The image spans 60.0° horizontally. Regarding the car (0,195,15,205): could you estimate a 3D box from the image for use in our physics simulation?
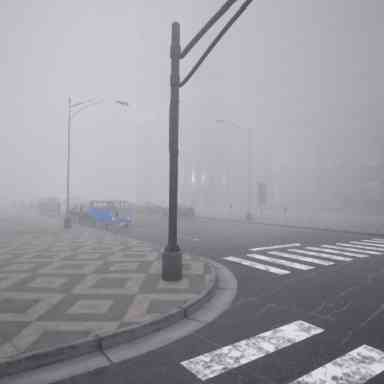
[{"bbox_3d":[-37.075,1.732,66.204,1.752,1.417,4.829,1,-1,-35],"label":"car"}]

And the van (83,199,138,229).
[{"bbox_3d":[-5.283,1.336,21.227,1.690,1.788,3.998,1,-1,-35],"label":"van"}]

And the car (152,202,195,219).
[{"bbox_3d":[-1.479,1.710,30.660,1.887,1.381,4.507,1,-1,-35],"label":"car"}]

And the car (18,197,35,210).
[{"bbox_3d":[-21.230,1.682,43.784,1.802,1.307,4.206,1,-1,-35],"label":"car"}]

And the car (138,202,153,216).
[{"bbox_3d":[-4.670,1.731,35.170,1.887,1.381,4.507,1,-1,-35],"label":"car"}]

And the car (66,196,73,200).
[{"bbox_3d":[-20.622,1.608,57.728,2.192,1.841,5.009,1,-1,-35],"label":"car"}]

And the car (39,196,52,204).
[{"bbox_3d":[-33.386,1.820,75.771,1.967,1.590,4.097,1,-1,-35],"label":"car"}]

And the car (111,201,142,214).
[{"bbox_3d":[-7.860,1.752,39.681,1.887,1.381,4.507,1,-1,-35],"label":"car"}]

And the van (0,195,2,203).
[{"bbox_3d":[-46.738,1.614,79.880,1.690,1.788,3.998,1,-1,-35],"label":"van"}]

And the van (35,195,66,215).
[{"bbox_3d":[-14.850,1.398,34.762,1.690,1.788,3.998,1,-1,-35],"label":"van"}]

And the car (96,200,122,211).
[{"bbox_3d":[-11.149,1.755,44.331,1.752,1.417,4.829,1,-1,-35],"label":"car"}]

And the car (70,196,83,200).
[{"bbox_3d":[-17.433,1.816,53.214,1.887,1.381,4.507,1,-1,-35],"label":"car"}]

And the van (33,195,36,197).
[{"bbox_3d":[-36.575,1.742,80.282,1.690,1.788,3.998,1,-1,-35],"label":"van"}]

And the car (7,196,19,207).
[{"bbox_3d":[-27.607,1.693,52.808,2.008,1.369,4.403,1,-1,-35],"label":"car"}]

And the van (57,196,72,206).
[{"bbox_3d":[-23.812,1.656,62.238,1.690,1.788,3.998,1,-1,-35],"label":"van"}]

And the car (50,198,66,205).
[{"bbox_3d":[-27.005,1.887,66.747,2.008,1.369,4.403,1,-1,-35],"label":"car"}]

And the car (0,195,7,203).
[{"bbox_3d":[-43.548,1.566,75.369,2.192,1.841,5.009,1,-1,-35],"label":"car"}]

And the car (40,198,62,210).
[{"bbox_3d":[-19.740,1.659,46.485,1.837,1.490,4.892,1,-1,-35],"label":"car"}]

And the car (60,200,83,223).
[{"bbox_3d":[-8.474,1.560,25.737,1.887,1.381,4.507,1,-1,-35],"label":"car"}]
